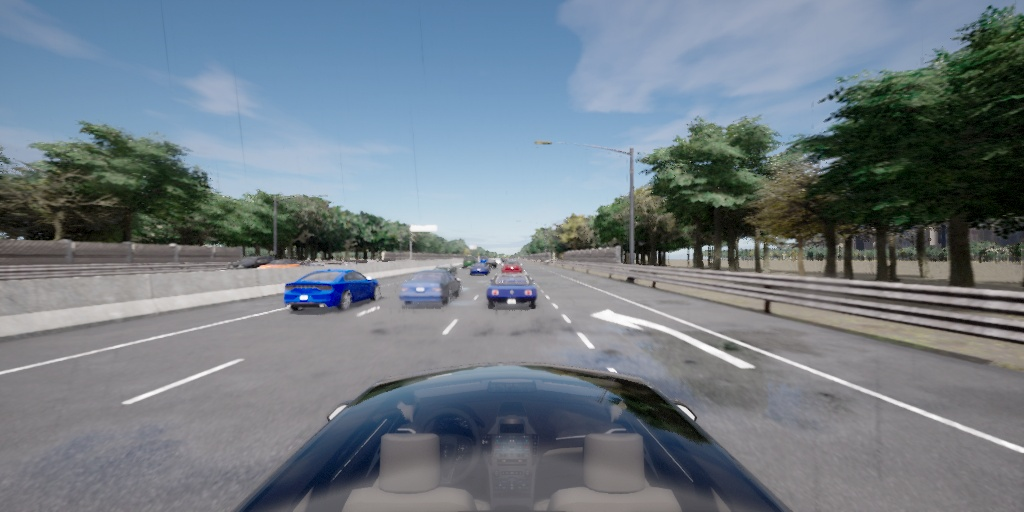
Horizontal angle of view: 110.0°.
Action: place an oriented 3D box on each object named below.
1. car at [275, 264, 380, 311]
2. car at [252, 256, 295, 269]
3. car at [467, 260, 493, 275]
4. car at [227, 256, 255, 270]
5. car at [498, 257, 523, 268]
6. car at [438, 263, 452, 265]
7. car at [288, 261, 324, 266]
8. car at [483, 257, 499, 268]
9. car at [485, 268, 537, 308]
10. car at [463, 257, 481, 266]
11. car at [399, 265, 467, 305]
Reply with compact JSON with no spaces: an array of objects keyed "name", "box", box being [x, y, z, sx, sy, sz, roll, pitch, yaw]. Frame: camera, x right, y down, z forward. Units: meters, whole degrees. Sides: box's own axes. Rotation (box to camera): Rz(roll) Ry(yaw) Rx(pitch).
[{"name":"car","box":[-7.000,1.254,14.534,1.882,1.535,5.008,0,0,0]},{"name":"car","box":[-24.581,1.185,37.998,2.097,1.767,4.553,0,0,0]},{"name":"car","box":[-3.505,1.401,39.982,1.994,1.385,4.181,0,0,0]},{"name":"car","box":[-28.077,1.056,39.096,2.150,2.045,5.566,0,0,0]},{"name":"car","box":[-0.003,1.179,36.511,2.097,1.767,4.553,0,0,0]},{"name":"car","box":[-7.006,1.433,38.325,1.895,1.301,4.718,0,0,0]},{"name":"car","box":[-21.082,1.433,38.089,1.895,1.301,4.718,0,0,0]},{"name":"car","box":[-3.510,1.372,61.239,1.882,1.535,5.008,0,0,0]},{"name":"car","box":[0.000,1.379,15.340,1.895,1.301,4.718,0,0,0]},{"name":"car","box":[-7.011,1.116,61.316,2.150,2.045,5.566,0,0,0]},{"name":"car","box":[-3.502,1.327,16.192,2.033,1.411,5.357,0,0,0]}]
